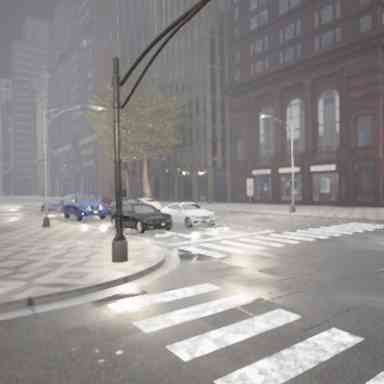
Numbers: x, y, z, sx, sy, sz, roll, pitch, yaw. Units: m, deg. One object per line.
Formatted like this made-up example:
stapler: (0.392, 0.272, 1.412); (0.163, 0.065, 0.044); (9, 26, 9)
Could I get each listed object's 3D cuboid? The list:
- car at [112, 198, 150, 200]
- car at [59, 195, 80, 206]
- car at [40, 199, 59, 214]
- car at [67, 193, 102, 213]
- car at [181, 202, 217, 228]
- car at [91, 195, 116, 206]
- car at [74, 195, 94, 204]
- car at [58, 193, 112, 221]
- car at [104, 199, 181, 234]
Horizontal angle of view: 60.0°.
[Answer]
car: (-6.028, 1.421, 28.914); (2.033, 1.411, 5.357); (-2, 1, -36)
car: (-19.997, 1.362, 54.113); (1.882, 1.535, 5.008); (-2, 1, -36)
car: (-14.900, 1.504, 35.658); (1.812, 1.442, 4.674); (-2, 1, -35)
car: (-12.238, 1.127, 37.520); (2.150, 2.045, 5.566); (-2, 1, -36)
car: (-0.351, 1.371, 21.046); (1.812, 1.442, 4.674); (-2, 1, -33)
car: (-13.513, 1.269, 50.589); (1.882, 1.535, 5.008); (-2, 1, -35)
car: (-18.908, 1.299, 58.013); (1.882, 1.535, 5.008); (-2, 1, -36)
car: (-8.864, 1.169, 27.276); (2.150, 2.045, 5.566); (-2, 1, -36)
car: (-2.987, 1.396, 19.140); (1.882, 1.535, 5.008); (-2, 1, -37)
